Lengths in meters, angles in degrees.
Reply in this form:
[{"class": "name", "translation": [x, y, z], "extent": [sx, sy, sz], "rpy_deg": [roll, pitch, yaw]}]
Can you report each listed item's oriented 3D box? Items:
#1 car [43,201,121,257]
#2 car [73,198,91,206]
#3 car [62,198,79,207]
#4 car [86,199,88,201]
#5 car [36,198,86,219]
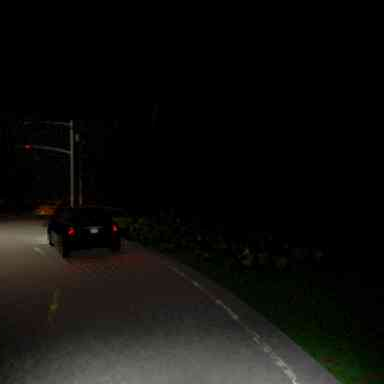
[{"class": "car", "translation": [-4.575, 1.424, 13.710], "extent": [2.097, 1.767, 4.553], "rpy_deg": [-1, 0, -31]}, {"class": "car", "translation": [-21.379, 1.911, 64.443], "extent": [1.895, 1.301, 4.718], "rpy_deg": [0, 0, -36]}, {"class": "car", "translation": [-21.192, 1.800, 57.871], "extent": [1.837, 1.490, 4.892], "rpy_deg": [0, 0, -33]}, {"class": "car", "translation": [-14.862, 1.750, 41.976], "extent": [2.033, 1.411, 5.357], "rpy_deg": [0, 0, -5]}, {"class": "car", "translation": [-12.280, 1.632, 30.974], "extent": [1.882, 1.535, 5.008], "rpy_deg": [-1, 0, 12]}]
